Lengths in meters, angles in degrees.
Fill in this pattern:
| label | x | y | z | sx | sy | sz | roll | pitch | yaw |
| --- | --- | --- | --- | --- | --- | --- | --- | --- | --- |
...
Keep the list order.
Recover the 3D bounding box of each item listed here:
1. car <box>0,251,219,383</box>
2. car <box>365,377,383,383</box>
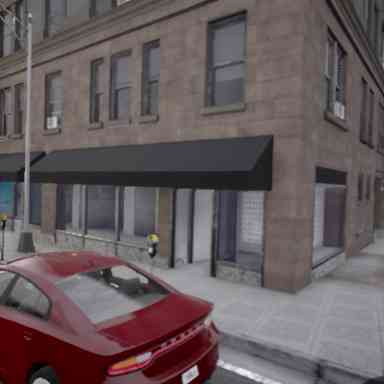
| label | x | y | z | sx | sy | sz | roll | pitch | yaw |
| --- | --- | --- | --- | --- | --- | --- | --- | --- | --- |
| car | -1.804 | 1.461 | 4.329 | 4.507 | 1.381 | 1.887 | 2 | 2 | 37 |
| car | 2.611 | 1.601 | 1.045 | 4.313 | 1.339 | 1.947 | 2 | 2 | 37 |
